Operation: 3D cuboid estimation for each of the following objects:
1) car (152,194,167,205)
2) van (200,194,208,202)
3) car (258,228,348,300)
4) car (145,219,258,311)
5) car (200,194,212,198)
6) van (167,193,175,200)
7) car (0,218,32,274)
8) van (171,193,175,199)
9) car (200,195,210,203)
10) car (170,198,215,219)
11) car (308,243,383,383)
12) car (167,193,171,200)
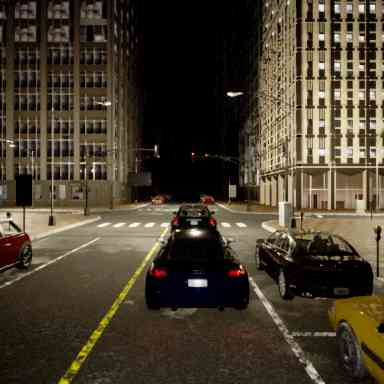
[{"bbox_3d":[-5.826,1.388,57.421,1.967,1.590,4.097,0,0,0],"label":"car"},{"bbox_3d":[2.637,1.250,74.479,1.690,1.788,3.998,0,0,0],"label":"van"},{"bbox_3d":[2.685,1.549,8.165,2.008,1.369,4.403,0,0,0],"label":"car"},{"bbox_3d":[0.096,1.563,7.821,1.994,1.385,4.181,0,0,0],"label":"car"},{"bbox_3d":[2.745,1.388,57.426,1.967,1.590,4.097,0,0,0],"label":"car"},{"bbox_3d":[-5.755,1.205,91.533,1.690,1.788,3.998,0,0,0],"label":"van"},{"bbox_3d":[-5.695,1.439,8.158,1.967,1.590,4.097,0,0,0],"label":"car"},{"bbox_3d":[-5.747,1.236,80.161,1.690,1.788,3.998,0,0,0],"label":"van"},{"bbox_3d":[2.641,1.363,68.794,1.967,1.590,4.097,0,0,0],"label":"car"},{"bbox_3d":[0.086,1.346,16.454,2.097,1.767,4.553,0,0,0],"label":"car"},{"bbox_3d":[2.689,1.525,2.668,1.752,1.417,4.829,0,0,0],"label":"car"},{"bbox_3d":[-5.764,1.251,63.106,2.192,1.841,5.009,0,0,0],"label":"car"}]
